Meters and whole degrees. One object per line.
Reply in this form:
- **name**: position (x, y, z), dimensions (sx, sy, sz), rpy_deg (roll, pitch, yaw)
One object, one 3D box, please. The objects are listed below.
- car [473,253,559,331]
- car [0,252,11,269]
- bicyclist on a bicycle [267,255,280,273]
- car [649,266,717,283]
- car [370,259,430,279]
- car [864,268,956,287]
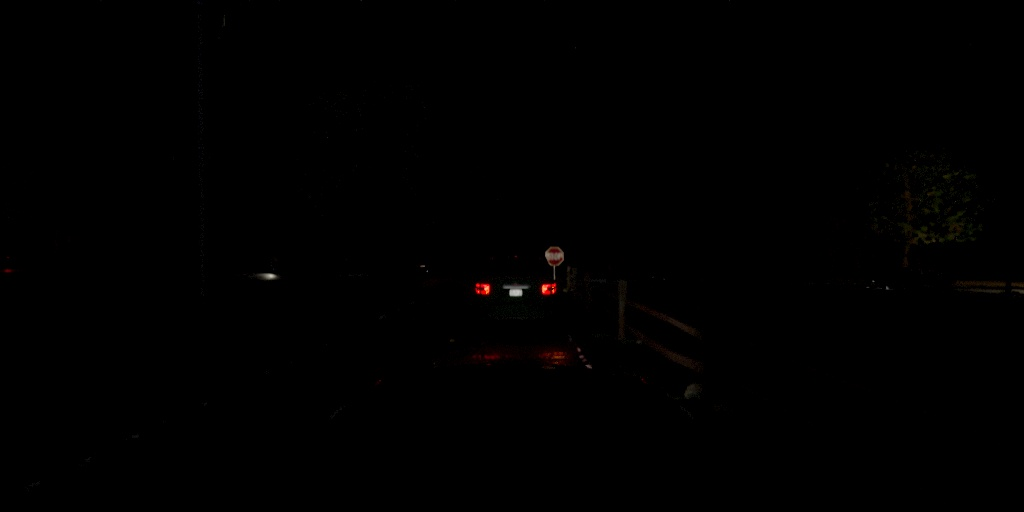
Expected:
- **car**: position (0.104, 0.926, 10.950), dimensions (2.150, 2.045, 5.566), rpy_deg (0, 0, 0)
- **car**: position (-46.662, 0.241, 31.042), dimensions (4.553, 1.767, 2.097), rpy_deg (1, 0, 3)
- **bicyclist on a bicycle**: position (-21.995, 0.720, 33.104), dimensions (0.582, 1.620, 1.656), rpy_deg (1, 1, 2)
- **car**: position (13.463, 1.434, 28.577), dimensions (4.718, 1.301, 1.895), rpy_deg (1, 1, 1)
- **car**: position (-9.114, 0.983, 29.132), dimensions (4.902, 1.511, 2.128), rpy_deg (1, 0, 14)
- **car**: position (30.895, 1.641, 27.886), dimensions (5.357, 1.411, 2.033), rpy_deg (1, 1, 2)
